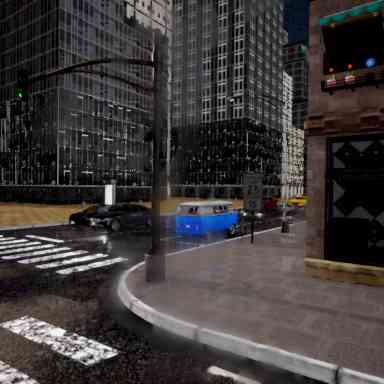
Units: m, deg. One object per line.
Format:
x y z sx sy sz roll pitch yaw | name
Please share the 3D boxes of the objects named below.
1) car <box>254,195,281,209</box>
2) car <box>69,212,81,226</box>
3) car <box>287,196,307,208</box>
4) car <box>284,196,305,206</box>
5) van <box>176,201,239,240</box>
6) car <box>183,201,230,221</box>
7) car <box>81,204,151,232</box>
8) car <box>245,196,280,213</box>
10.136 1.293 44.380 1.967 1.590 4.097 1 1 36 | car
-5.933 1.467 21.864 1.947 1.339 4.313 1 1 36 | car
15.443 1.363 47.208 1.882 1.535 5.008 1 0 36 | car
16.465 1.364 53.250 1.752 1.417 4.829 1 1 36 | car
0.891 1.368 16.993 1.690 1.788 3.998 1 1 36 | van
1.276 1.487 27.517 1.994 1.385 4.181 1 1 35 | car
-3.995 1.466 20.115 1.812 1.442 4.674 1 1 37 | car
7.398 1.257 36.065 2.097 1.767 4.553 1 1 36 | car
